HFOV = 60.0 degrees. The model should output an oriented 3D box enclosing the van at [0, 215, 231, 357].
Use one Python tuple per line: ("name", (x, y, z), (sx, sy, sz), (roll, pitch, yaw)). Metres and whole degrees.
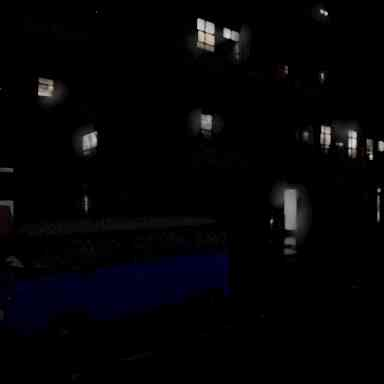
("van", (-1.176, 1.341, 5.732), (3.998, 1.788, 1.690), (0, 0, -35))
